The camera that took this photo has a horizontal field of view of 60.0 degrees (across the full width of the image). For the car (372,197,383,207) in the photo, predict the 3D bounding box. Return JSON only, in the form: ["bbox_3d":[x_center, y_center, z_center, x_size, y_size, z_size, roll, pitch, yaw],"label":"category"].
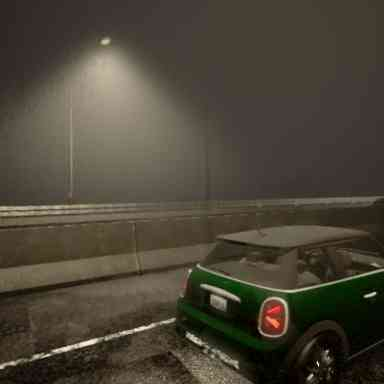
[{"bbox_3d":[24.909,1.316,42.466,4.181,1.385,1.994,0,0,-34],"label":"car"}]

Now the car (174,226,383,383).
[{"bbox_3d":[2.043,1.321,5.187,4.553,1.767,2.097,0,0,-35],"label":"car"}]
